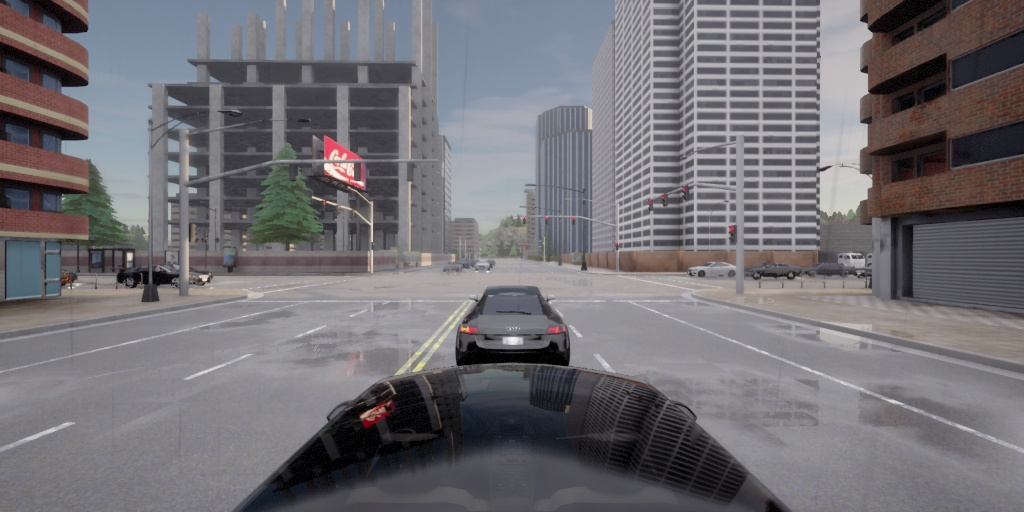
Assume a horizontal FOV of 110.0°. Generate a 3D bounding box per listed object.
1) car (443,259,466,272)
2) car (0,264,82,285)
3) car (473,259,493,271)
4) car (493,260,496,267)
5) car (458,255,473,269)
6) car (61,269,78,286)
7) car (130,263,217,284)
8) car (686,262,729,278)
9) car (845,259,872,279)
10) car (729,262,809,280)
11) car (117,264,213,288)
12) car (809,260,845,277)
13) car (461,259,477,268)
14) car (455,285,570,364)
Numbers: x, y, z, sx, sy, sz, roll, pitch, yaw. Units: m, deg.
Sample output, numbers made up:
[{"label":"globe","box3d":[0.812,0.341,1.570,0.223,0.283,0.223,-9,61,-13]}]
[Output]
[{"label":"car","box3d":[-7.523,1.351,45.808,1.895,1.301,4.718,0,0,0]},{"label":"car","box3d":[-34.594,1.314,26.109,4.181,1.385,1.994,0,0,-1]},{"label":"car","box3d":[-4.033,1.275,49.960,1.812,1.442,4.674,0,0,-1]},{"label":"car","box3d":[-4.113,1.351,59.010,1.895,1.301,4.718,0,0,-1]},{"label":"car","box3d":[-7.588,1.102,54.927,2.097,1.767,4.553,0,0,0]},{"label":"car","box3d":[-31.113,1.102,22.657,4.553,1.767,2.097,0,0,-1]},{"label":"car","box3d":[-24.691,1.276,26.270,4.674,1.442,1.812,0,0,-1]},{"label":"car","box3d":[19.089,1.276,34.078,4.674,1.442,1.812,0,0,-1]},{"label":"car","box3d":[32.227,1.241,30.776,4.902,1.511,2.128,0,0,-1]},{"label":"car","box3d":[21.853,1.241,30.638,4.902,1.511,2.128,0,0,-1]},{"label":"car","box3d":[-22.011,1.241,22.787,4.902,1.511,2.128,0,0,-1]},{"label":"car","box3d":[29.671,1.297,34.247,5.357,1.411,2.033,0,0,-1]},{"label":"car","box3d":[-7.643,1.241,64.145,2.128,1.511,4.902,0,0,0]},{"label":"car","box3d":[0.011,1.314,7.691,1.994,1.385,4.181,0,0,0]}]
